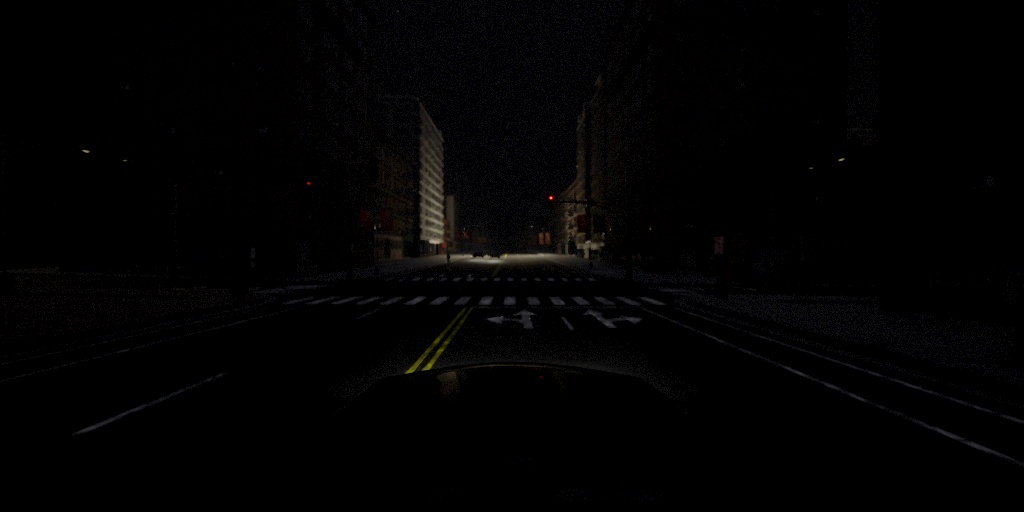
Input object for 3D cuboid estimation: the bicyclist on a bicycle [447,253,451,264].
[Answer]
[{"bbox_3d":[-8.741,0.431,49.441,0.582,1.620,1.656,0,2,0],"label":"bicyclist on a bicycle"}]
